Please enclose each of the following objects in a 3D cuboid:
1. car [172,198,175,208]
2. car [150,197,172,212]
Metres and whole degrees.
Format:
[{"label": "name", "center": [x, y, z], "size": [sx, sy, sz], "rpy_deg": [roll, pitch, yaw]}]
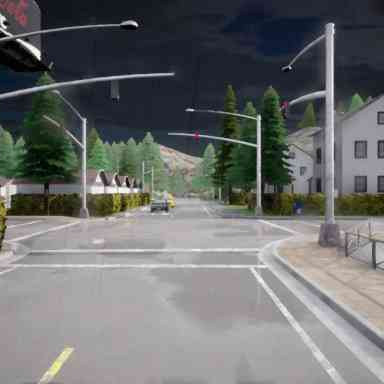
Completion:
[{"label": "car", "center": [-3.588, 1.477, 48.589], "size": [1.882, 1.535, 5.008], "rpy_deg": [0, 0, 0]}, {"label": "car", "center": [-3.585, 1.526, 38.117], "size": [1.812, 1.442, 4.674], "rpy_deg": [0, 0, 0]}]
